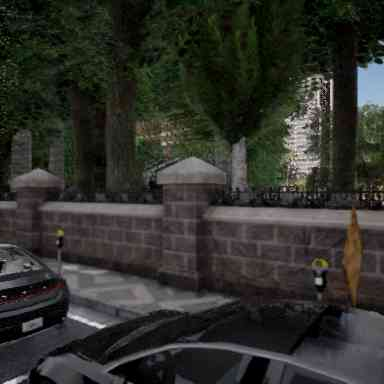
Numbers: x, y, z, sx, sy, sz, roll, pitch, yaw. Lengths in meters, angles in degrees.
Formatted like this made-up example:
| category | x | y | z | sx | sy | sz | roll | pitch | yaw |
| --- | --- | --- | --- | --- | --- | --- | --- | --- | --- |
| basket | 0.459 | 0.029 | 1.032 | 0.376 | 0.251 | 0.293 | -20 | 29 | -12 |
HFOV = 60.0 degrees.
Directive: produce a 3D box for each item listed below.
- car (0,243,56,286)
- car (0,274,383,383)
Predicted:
| category | x | y | z | sx | sy | sz | roll | pitch | yaw |
| --- | --- | --- | --- | --- | --- | --- | --- | --- | --- |
| car | -3.928 | 1.563 | 5.771 | 4.403 | 1.369 | 2.008 | 0 | 0 | 36 |
| car | 0.512 | 1.568 | 2.600 | 4.313 | 1.339 | 1.947 | 0 | 0 | 36 |
